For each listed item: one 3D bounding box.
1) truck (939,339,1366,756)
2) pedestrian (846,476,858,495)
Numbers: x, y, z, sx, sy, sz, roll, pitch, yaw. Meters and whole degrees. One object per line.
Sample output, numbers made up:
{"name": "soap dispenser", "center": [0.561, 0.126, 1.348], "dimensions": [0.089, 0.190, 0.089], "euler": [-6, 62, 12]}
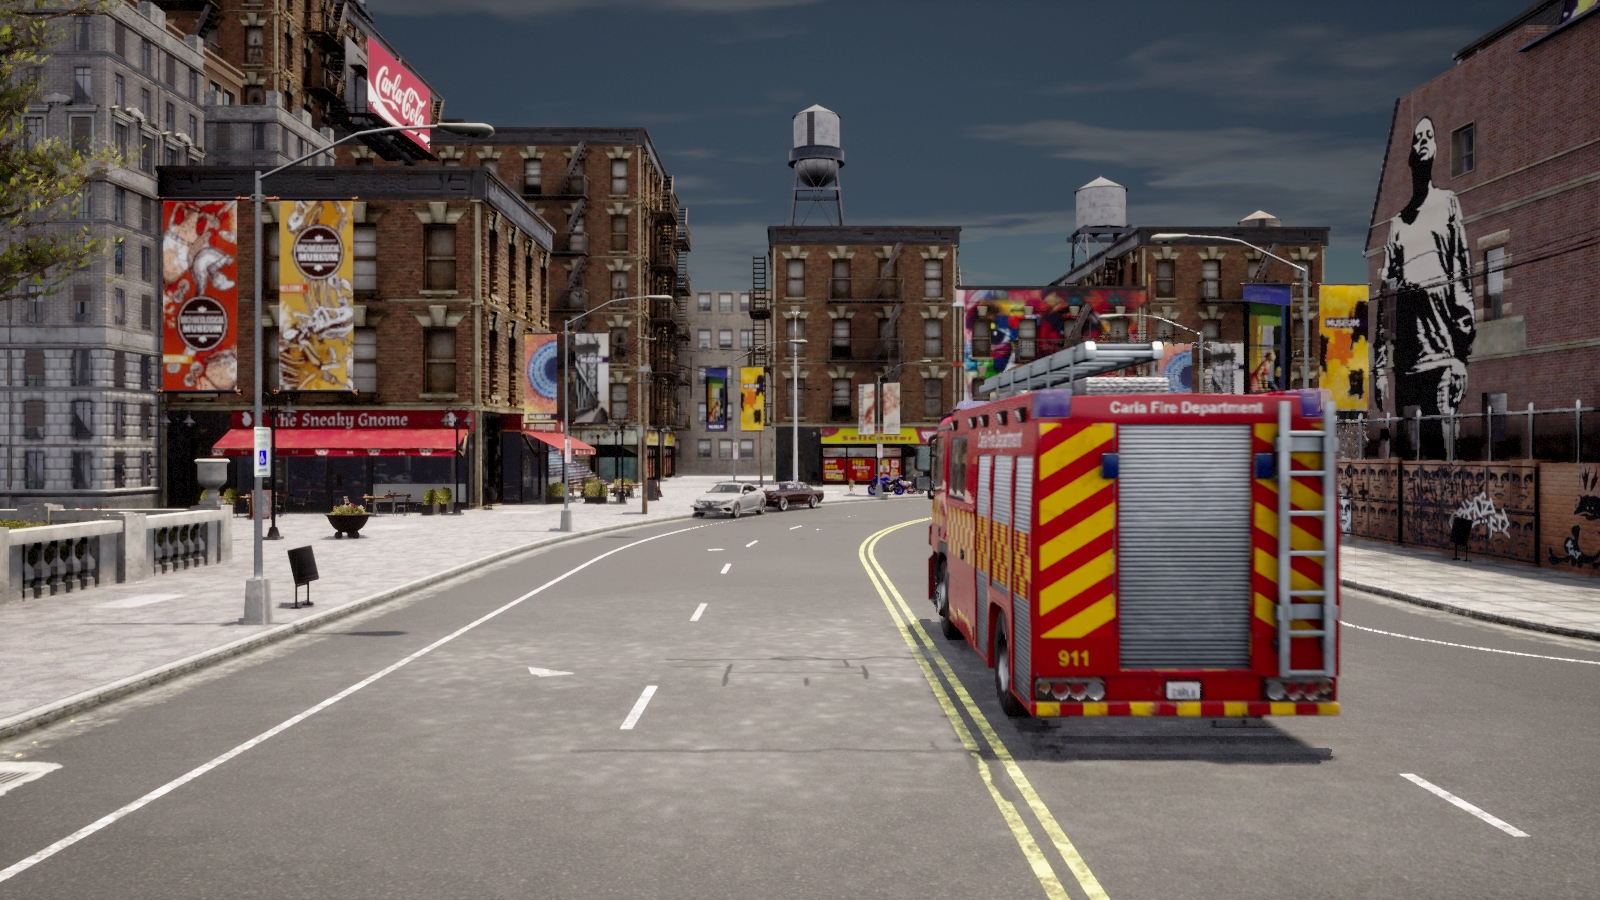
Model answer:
{"name": "truck", "center": [3.750, 0.897, 14.725], "dimensions": [2.891, 3.827, 8.468], "euler": [0, 0, 0]}
{"name": "pedestrian", "center": [3.097, 2.103, 68.131], "dimensions": [0.500, 1.100, 0.500], "euler": [0, 0, 32]}
